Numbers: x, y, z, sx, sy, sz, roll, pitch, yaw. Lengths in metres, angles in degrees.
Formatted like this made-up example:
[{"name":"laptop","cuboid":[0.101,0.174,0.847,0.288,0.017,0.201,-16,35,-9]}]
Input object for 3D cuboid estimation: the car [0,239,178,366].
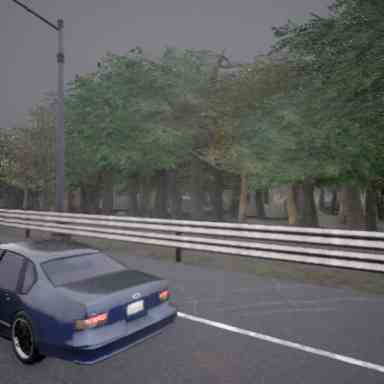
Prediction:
[{"name":"car","cuboid":[-2.773,1.577,5.877,5.357,1.411,2.033,0,0,36]}]
